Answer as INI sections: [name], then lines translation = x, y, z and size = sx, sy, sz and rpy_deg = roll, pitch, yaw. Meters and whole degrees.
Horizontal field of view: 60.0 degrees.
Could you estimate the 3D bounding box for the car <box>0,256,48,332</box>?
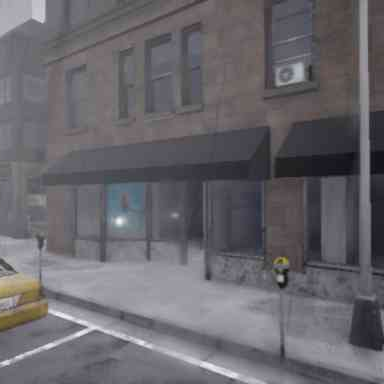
[car]
translation = -4.595, 1.597, 6.126
size = 4.829, 1.417, 1.752
rpy_deg = -1, 0, 36
